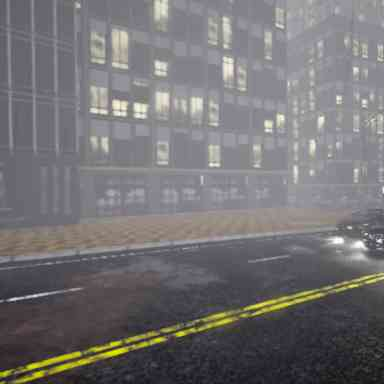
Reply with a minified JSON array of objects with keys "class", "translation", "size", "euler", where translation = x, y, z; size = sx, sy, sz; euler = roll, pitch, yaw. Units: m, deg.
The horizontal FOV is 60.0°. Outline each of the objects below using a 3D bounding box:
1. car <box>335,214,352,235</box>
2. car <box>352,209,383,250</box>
[{"class":"car","translation":[9.511,1.587,17.473],"size":[4.181,1.385,1.994],"euler":[0,0,-31]},{"class":"car","translation":[8.824,1.531,13.264],"size":[4.892,1.490,1.837],"euler":[0,0,-31]}]
